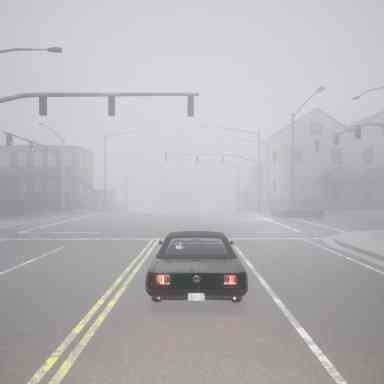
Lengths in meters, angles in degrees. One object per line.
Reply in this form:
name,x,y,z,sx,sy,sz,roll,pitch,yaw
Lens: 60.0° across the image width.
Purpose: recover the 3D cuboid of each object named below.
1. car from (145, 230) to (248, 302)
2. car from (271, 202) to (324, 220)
car,0.102,1.601,8.199,1.895,1.301,4.718,0,0,0
car,8.819,1.567,27.964,4.181,1.385,1.994,0,0,-4
